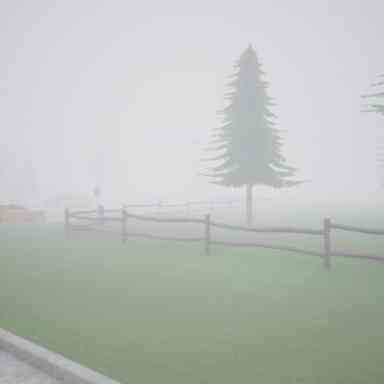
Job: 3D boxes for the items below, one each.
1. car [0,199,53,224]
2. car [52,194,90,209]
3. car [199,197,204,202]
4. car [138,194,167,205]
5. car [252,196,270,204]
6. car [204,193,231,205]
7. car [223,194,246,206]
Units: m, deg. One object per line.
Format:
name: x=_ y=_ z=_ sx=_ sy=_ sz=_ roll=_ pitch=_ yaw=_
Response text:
car: x=-13.218 y=1.542 z=24.344 sx=1.882 sy=1.535 sz=5.008 roll=0 pitch=0 yaw=35
car: x=-16.491 y=1.430 z=46.304 sx=2.097 sy=1.767 sz=4.553 roll=0 pitch=0 yaw=34
car: x=3.021 y=1.531 z=60.558 sx=1.994 sy=1.385 sz=4.181 roll=0 pitch=0 yaw=36
car: x=-6.755 y=1.568 z=60.630 sx=2.033 sy=1.411 sz=5.357 roll=0 pitch=0 yaw=35
car: x=13.128 y=1.459 z=62.802 sx=2.033 sy=1.411 sz=5.357 roll=0 pitch=0 yaw=35
car: x=4.553 y=1.465 z=56.583 sx=1.837 sy=1.490 sz=4.892 roll=0 pitch=0 yaw=35
car: x=7.451 y=1.508 z=54.617 sx=1.994 sy=1.385 sz=4.181 roll=0 pitch=0 yaw=35
